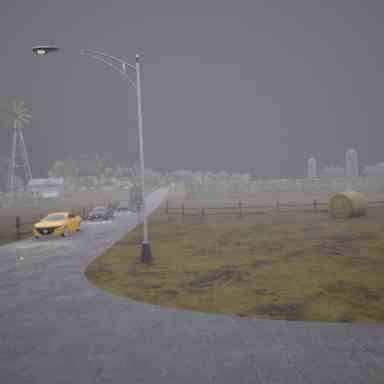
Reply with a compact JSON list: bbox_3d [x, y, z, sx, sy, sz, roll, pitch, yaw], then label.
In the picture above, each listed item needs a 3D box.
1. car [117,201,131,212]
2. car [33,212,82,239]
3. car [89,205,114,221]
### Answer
[{"bbox_3d":[-10.443,2.230,51.714,1.837,1.490,4.892,-3,0,-3],"label":"car"},{"bbox_3d":[-8.977,2.159,22.544,1.882,1.535,5.008,-3,-1,-3],"label":"car"},{"bbox_3d":[-9.672,2.242,35.706,1.837,1.490,4.892,-3,0,-3],"label":"car"}]
